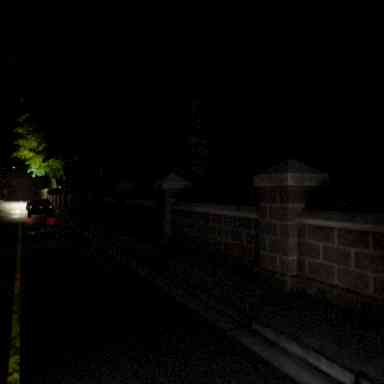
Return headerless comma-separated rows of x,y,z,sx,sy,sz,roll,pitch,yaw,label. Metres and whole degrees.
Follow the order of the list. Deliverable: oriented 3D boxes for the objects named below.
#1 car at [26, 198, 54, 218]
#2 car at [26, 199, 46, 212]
-14.070,1.361,30.737,2.097,1.767,4.553,0,0,-27,car
-18.797,1.578,39.945,1.994,1.385,4.181,0,0,-28,car
